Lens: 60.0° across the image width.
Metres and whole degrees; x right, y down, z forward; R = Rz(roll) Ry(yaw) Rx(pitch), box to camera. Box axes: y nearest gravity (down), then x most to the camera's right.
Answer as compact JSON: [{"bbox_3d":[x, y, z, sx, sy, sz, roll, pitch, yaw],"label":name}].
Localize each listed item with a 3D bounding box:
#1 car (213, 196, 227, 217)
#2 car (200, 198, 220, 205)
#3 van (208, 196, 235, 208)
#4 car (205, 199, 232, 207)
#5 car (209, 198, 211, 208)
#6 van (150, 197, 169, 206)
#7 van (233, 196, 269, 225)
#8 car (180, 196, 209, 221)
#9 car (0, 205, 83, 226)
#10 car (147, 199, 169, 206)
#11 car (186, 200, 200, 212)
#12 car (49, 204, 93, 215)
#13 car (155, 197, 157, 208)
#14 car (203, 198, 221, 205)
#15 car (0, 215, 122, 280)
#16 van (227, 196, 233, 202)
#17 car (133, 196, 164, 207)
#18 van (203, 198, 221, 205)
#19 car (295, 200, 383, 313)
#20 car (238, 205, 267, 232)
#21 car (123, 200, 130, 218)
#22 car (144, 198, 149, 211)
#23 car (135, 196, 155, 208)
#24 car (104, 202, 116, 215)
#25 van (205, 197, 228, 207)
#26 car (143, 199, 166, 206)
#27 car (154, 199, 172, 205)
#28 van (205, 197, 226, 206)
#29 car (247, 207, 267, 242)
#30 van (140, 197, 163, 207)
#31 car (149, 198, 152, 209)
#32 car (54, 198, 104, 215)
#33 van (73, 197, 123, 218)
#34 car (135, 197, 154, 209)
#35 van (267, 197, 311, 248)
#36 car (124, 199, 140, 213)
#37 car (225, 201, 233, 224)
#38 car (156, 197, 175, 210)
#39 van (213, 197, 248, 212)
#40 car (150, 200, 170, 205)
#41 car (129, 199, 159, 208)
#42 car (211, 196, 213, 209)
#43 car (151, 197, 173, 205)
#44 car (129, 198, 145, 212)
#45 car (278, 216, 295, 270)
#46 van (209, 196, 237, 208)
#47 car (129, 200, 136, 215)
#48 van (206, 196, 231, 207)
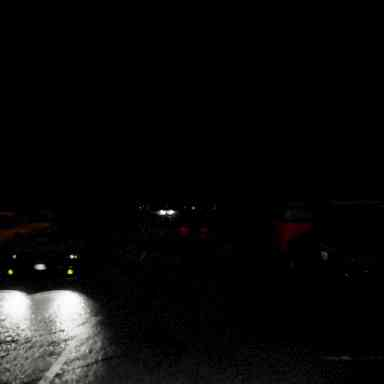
[{"bbox_3d":[5.017,1.428,30.942,5.566,2.045,2.435,0,-1,0],"label":"car"},{"bbox_3d":[5.084,2.646,94.624,5.566,2.045,2.435,0,-2,0],"label":"car"},{"bbox_3d":[5.166,1.755,58.643,4.442,1.987,1.878,0,-1,0],"label":"van"},{"bbox_3d":[5.056,2.068,64.160,5.008,1.535,2.097,0,-2,0],"label":"car"},{"bbox_3d":[5.046,1.901,47.559,4.674,1.452,2.002,0,-1,0],"label":"car"},{"bbox_3d":[-7.909,2.295,80.976,4.442,1.987,1.878,0,-2,0],"label":"van"},{"bbox_3d":[4.934,1.336,19.846,4.442,1.987,1.878,0,0,0],"label":"van"},{"bbox_3d":[0.107,1.408,29.545,2.150,2.045,5.566,0,0,0],"label":"car"},{"bbox_3d":[-7.853,1.517,14.378,5.366,1.575,1.946,0,0,0],"label":"car"},{"bbox_3d":[-8.021,2.446,78.194,5.008,1.535,2.097,0,-2,0],"label":"car"},{"bbox_3d":[0.107,1.848,44.204,1.837,1.490,4.892,0,-1,0],"label":"car"},{"bbox_3d":[-8.044,1.538,17.146,4.892,1.521,2.231,0,0,0],"label":"car"},{"bbox_3d":[-8.036,1.921,53.235,5.008,1.535,2.097,0,-1,0],"label":"car"},{"bbox_3d":[5.023,2.465,83.548,4.553,1.767,2.185,0,-2,0],"label":"car"},{"bbox_3d":[-3.589,1.586,9.848,1.994,1.385,4.181,0,0,0],"label":"car"},{"bbox_3d":[5.160,1.394,25.402,4.442,1.987,1.878,0,-1,0],"label":"van"},{"bbox_3d":[-8.001,1.761,61.566,5.566,2.045,2.435,0,-1,0],"label":"car"},{"bbox_3d":[5.172,2.440,86.319,4.442,1.987,1.878,0,-2,0],"label":"van"},{"bbox_3d":[5.069,1.243,6.019,5.566,2.045,2.435,0,0,0],"label":"car"},{"bbox_3d":[5.071,1.567,17.092,4.792,1.488,2.163,0,-1,0],"label":"car"},{"bbox_3d":[-8.065,1.679,28.250,4.792,1.488,2.163,0,-1,0],"label":"car"},{"bbox_3d":[-8.027,1.771,39.355,4.892,1.521,2.231,0,-1,0],"label":"car"},{"bbox_3d":[-8.063,1.735,47.684,4.553,1.767,2.185,0,-1,0],"label":"car"},{"bbox_3d":[-8.007,1.619,22.698,4.792,1.488,2.163,0,-1,0],"label":"car"},{"bbox_3d":[4.935,1.917,66.936,4.442,1.987,1.878,0,-2,0],"label":"van"},{"bbox_3d":[-8.057,2.326,72.645,4.792,1.488,2.163,0,-2,0],"label":"car"},{"bbox_3d":[-7.992,2.697,92.069,4.553,1.767,2.185,0,-2,0],"label":"car"},{"bbox_3d":[5.170,2.067,72.473,4.442,1.987,1.878,0,-2,0],"label":"van"},{"bbox_3d":[5.071,1.550,14.453,4.792,1.488,2.163,0,0,0],"label":"car"},{"bbox_3d":[-8.145,1.921,67.100,4.442,1.987,1.878,0,-2,0],"label":"van"},{"bbox_3d":[-8.039,1.802,42.131,4.892,1.521,2.231,0,-1,0],"label":"car"},{"bbox_3d":[-8.006,1.436,19.926,4.553,1.767,2.185,0,0,0],"label":"car"},{"bbox_3d":[-7.919,1.394,25.477,4.442,1.987,1.878,0,-1,0],"label":"van"},{"bbox_3d":[-8.218,1.828,44.907,5.366,1.575,1.946,0,-1,0],"label":"car"},{"bbox_3d":[5.158,1.283,11.683,4.442,1.987,1.878,0,0,0],"label":"van"},{"bbox_3d":[-8.064,1.740,33.802,4.792,1.488,2.163,0,-1,0],"label":"car"},{"bbox_3d":[5.048,1.589,22.630,5.008,1.535,2.097,0,-1,0],"label":"car"},{"bbox_3d":[-3.568,1.868,48.751,2.128,1.511,4.902,1,-1,0],"label":"car"},{"bbox_3d":[5.164,1.606,44.918,4.442,1.987,1.878,0,-1,0],"label":"van"},{"bbox_3d":[-8.023,2.635,83.744,4.674,1.452,2.002,0,-2,0],"label":"car"},{"bbox_3d":[-8.028,1.992,56.010,4.674,1.452,2.002,0,-1,0],"label":"car"},{"bbox_3d":[5.017,1.459,33.712,5.566,2.045,2.435,0,-1,0],"label":"car"},{"bbox_3d":[-8.053,2.494,89.302,5.566,2.045,2.435,0,-2,0],"label":"car"},{"bbox_3d":[-8.219,1.737,36.579,5.366,1.575,1.946,0,-1,0],"label":"car"},{"bbox_3d":[5.012,1.529,8.788,4.792,1.488,2.163,0,0,0],"label":"car"},{"bbox_3d":[5.166,1.727,55.998,4.442,1.987,1.878,0,-1,0],"label":"van"},{"bbox_3d":[-8.064,1.709,31.026,4.792,1.488,2.163,0,-1,0],"label":"car"},{"bbox_3d":[4.934,1.787,61.546,4.442,1.987,1.878,0,-1,0],"label":"van"}]
